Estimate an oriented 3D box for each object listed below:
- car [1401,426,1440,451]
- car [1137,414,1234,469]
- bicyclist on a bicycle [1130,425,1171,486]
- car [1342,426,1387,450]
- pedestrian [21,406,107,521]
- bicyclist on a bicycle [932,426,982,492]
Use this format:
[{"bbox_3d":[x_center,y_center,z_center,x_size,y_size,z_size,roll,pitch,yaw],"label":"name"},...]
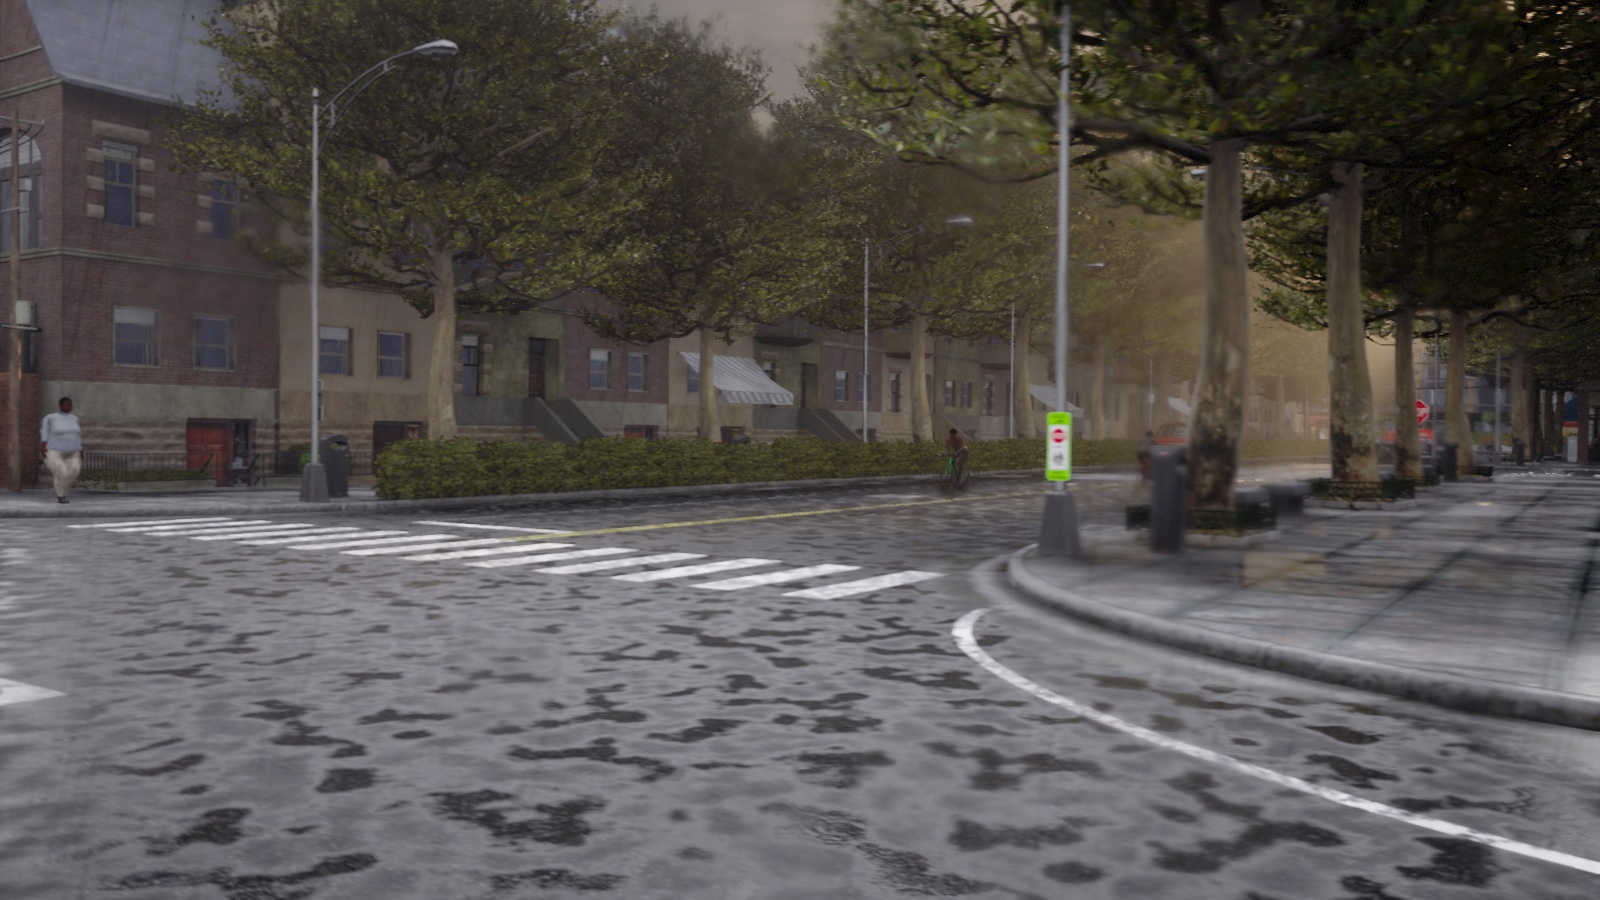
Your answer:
[{"bbox_3d":[39.190,-0.727,79.247,1.789,1.549,3.705,0,1,33],"label":"car"},{"bbox_3d":[15.085,-0.354,48.916,2.150,2.045,5.566,0,1,33],"label":"car"},{"bbox_3d":[9.521,0.133,34.055,0.582,1.620,1.656,0,1,33],"label":"bicyclist on a bicycle"},{"bbox_3d":[37.051,-0.782,82.366,2.007,1.525,4.514,0,1,33],"label":"car"},{"bbox_3d":[-12.253,0.211,20.916,0.900,1.855,0.874,0,1,30],"label":"pedestrian"},{"bbox_3d":[4.013,0.210,32.034,0.582,1.620,1.656,0,1,33],"label":"bicyclist on a bicycle"}]
